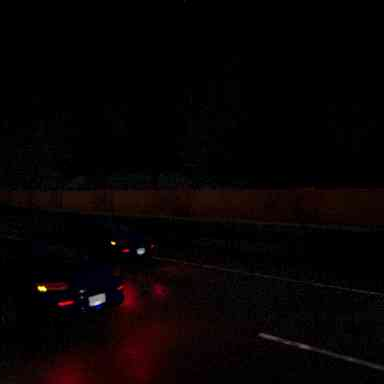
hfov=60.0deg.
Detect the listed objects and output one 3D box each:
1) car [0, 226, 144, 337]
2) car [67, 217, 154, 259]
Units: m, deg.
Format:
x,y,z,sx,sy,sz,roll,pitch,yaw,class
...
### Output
x,y,z,sx,sy,sz,roll,pitch,yaw,class
-3.311,1.543,6.681,4.674,1.442,1.812,0,0,38,car
-3.264,1.553,11.145,4.674,1.442,1.812,0,0,39,car
